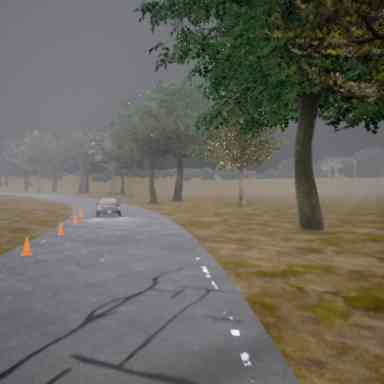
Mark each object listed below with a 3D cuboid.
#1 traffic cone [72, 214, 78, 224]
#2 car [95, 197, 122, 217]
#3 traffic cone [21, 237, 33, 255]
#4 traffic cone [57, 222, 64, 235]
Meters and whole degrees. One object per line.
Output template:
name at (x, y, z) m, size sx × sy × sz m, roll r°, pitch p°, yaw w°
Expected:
traffic cone at (-7.336, 1.696, 20.913) m, size 0.340 × 0.580 × 0.340 m, roll 0°, pitch 1°, yaw -13°
car at (-6.739, 1.168, 26.731) m, size 1.812 × 1.442 × 4.674 m, roll 0°, pitch 1°, yaw -17°
traffic cone at (-5.622, 1.833, 11.333) m, size 0.340 × 0.580 × 0.340 m, roll 0°, pitch 1°, yaw -7°
traffic cone at (-6.361, 1.769, 16.144) m, size 0.340 × 0.580 × 0.340 m, roll 0°, pitch 1°, yaw -10°
